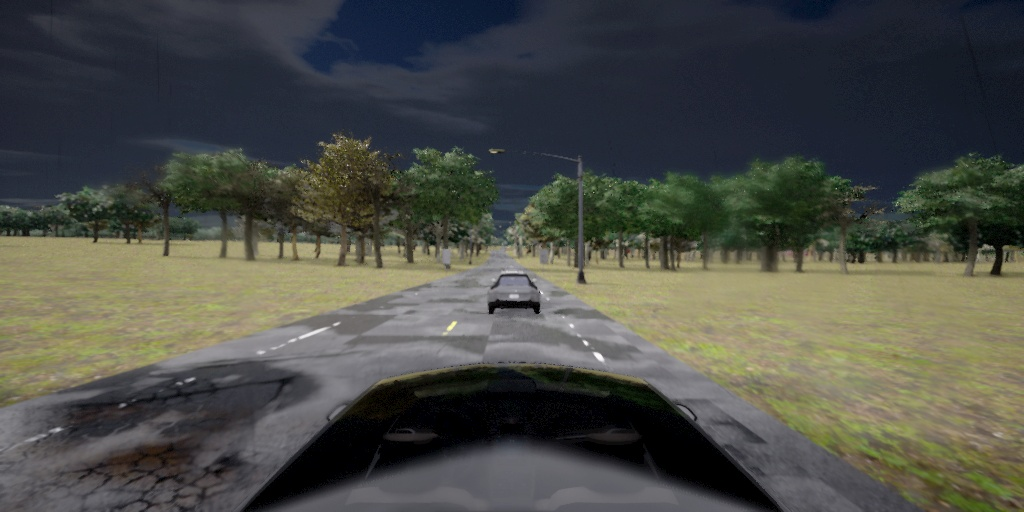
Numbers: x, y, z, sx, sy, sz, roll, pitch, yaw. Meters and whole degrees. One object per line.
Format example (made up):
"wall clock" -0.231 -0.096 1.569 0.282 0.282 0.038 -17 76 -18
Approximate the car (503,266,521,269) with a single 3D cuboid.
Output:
"car" 0.006 1.526 31.316 1.895 1.301 4.718 0 0 0

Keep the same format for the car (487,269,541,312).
"car" 0.076 1.382 14.492 1.994 1.385 4.181 0 0 0
